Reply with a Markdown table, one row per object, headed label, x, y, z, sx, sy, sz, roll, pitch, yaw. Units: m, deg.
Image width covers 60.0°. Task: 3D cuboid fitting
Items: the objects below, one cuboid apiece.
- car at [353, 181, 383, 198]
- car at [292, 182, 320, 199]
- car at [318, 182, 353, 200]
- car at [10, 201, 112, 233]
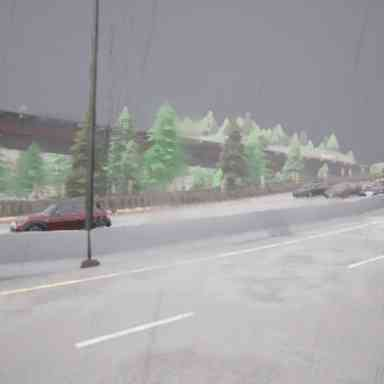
| label | x | y | z | sx | sy | sz | roll | pitch | yaw |
| --- | --- | --- | --- | --- | --- | --- | --- | --- | --- |
| car | 16.420 | -0.201 | 28.598 | 4.902 | 1.511 | 2.128 | -6 | 3 | -35 |
| car | 12.366 | -0.188 | 34.304 | 4.892 | 1.490 | 1.837 | -6 | 3 | -35 |
| car | 14.409 | -0.168 | 31.463 | 4.674 | 1.442 | 1.812 | -6 | 3 | -35 |
| car | -6.433 | 1.286 | 16.478 | 4.553 | 1.767 | 2.097 | -2 | 1 | -36 |
